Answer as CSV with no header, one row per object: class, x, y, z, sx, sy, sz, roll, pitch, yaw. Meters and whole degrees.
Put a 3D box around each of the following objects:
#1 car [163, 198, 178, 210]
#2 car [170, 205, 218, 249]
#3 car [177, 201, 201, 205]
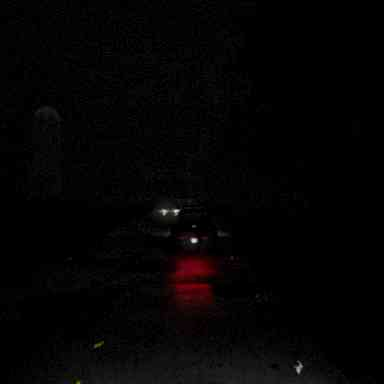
car,-2.888,1.563,45.501,1.882,1.535,5.008,0,0,0
car,0.079,1.522,14.542,1.837,1.490,4.892,0,0,0
car,0.067,1.541,29.781,2.128,1.511,4.902,0,0,0
